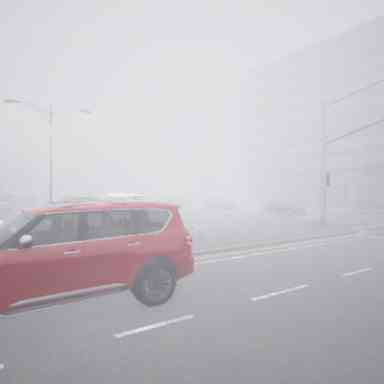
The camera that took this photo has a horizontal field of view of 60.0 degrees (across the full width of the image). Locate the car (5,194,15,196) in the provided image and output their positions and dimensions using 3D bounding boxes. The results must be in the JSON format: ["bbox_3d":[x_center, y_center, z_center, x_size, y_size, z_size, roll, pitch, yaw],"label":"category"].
[{"bbox_3d":[-29.620,1.212,53.761,1.905,1.878,3.866,0,0,-35],"label":"car"}]

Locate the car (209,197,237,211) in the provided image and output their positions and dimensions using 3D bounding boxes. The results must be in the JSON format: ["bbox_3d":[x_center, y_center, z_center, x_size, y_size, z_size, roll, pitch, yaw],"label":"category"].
[{"bbox_3d":[3.599,1.407,42.168,2.097,1.767,4.553,0,0,-35],"label":"car"}]

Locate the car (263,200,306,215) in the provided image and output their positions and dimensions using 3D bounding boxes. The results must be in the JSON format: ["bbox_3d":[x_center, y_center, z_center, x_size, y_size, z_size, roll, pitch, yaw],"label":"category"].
[{"bbox_3d":[9.356,1.581,34.107,1.812,1.442,4.674,0,0,-36],"label":"car"}]

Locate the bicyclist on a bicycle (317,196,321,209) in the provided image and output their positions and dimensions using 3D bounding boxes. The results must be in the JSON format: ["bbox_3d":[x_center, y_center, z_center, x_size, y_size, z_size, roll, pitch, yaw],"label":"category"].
[{"bbox_3d":[16.570,1.356,42.879,1.656,1.620,0.582,0,0,-35],"label":"bicyclist on a bicycle"}]

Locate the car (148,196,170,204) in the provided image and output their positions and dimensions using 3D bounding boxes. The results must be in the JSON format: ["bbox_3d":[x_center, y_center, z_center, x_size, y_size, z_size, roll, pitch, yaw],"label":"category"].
[{"bbox_3d":[-6.941,1.603,69.385,2.033,1.411,5.357,0,0,-35],"label":"car"}]

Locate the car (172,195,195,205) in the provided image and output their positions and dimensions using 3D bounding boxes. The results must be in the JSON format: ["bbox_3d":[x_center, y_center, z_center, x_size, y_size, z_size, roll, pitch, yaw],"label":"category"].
[{"bbox_3d":[-1.573,1.407,61.855,2.097,1.767,4.553,0,0,-35],"label":"car"}]

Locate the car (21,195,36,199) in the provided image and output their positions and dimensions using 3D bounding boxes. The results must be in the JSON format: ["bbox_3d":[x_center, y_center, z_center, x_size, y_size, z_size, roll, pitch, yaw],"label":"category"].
[{"bbox_3d":[-27.224,1.209,55.386,1.932,1.855,4.605,0,0,-35],"label":"car"}]

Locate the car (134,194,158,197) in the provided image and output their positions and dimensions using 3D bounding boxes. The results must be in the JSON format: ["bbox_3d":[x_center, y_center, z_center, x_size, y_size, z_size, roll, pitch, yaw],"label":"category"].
[{"bbox_3d":[-8.871,1.547,66.054,2.128,1.511,4.902,0,0,-35],"label":"car"}]

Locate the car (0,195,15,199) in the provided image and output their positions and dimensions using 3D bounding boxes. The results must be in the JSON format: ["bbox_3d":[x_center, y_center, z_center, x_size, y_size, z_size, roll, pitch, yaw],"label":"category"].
[{"bbox_3d":[-21.753,1.451,37.932,1.970,1.475,3.806,0,0,-35],"label":"car"}]

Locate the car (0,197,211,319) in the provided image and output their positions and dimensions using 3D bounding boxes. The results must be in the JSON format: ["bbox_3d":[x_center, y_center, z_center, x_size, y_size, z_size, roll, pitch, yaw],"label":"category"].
[{"bbox_3d":[-2.528,1.221,6.492,5.566,2.045,2.150,0,0,-36],"label":"car"}]

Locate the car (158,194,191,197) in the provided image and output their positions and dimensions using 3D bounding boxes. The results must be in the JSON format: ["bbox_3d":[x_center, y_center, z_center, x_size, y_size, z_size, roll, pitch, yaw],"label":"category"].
[{"bbox_3d":[-2.495,1.277,50.746,2.150,2.045,5.566,0,0,-36],"label":"car"}]
